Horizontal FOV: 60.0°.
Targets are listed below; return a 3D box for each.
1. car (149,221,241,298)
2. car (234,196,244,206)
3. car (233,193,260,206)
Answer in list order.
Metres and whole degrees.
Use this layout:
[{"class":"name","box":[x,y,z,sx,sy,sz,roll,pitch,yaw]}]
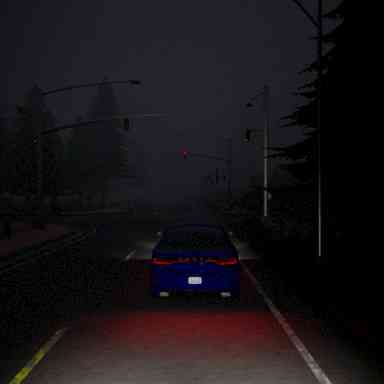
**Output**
[{"class":"car","box":[0.079,1.478,8.597,1.882,1.535,5.008,0,0,1]},{"class":"car","box":[8.958,1.144,49.548,4.605,1.855,1.932,0,0,0]},{"class":"car","box":[8.549,1.146,52.059,3.866,1.878,1.905,0,0,0]}]
